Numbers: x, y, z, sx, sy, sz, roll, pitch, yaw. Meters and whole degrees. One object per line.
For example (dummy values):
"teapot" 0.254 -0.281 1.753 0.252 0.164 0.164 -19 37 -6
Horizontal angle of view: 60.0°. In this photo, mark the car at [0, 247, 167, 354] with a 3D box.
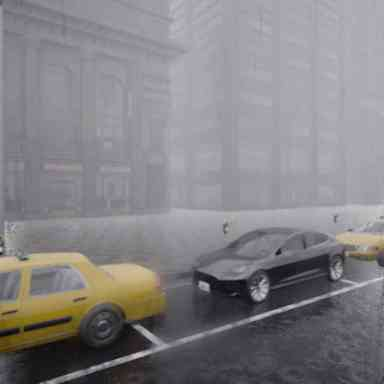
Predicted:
"car" -2.704 1.525 4.723 4.829 1.417 1.752 0 0 -36

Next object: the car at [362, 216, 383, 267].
"car" 6.472 1.511 11.286 4.829 1.417 1.752 0 0 -36

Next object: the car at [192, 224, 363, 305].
"car" 2.022 1.558 8.104 4.313 1.339 1.947 0 0 -36
